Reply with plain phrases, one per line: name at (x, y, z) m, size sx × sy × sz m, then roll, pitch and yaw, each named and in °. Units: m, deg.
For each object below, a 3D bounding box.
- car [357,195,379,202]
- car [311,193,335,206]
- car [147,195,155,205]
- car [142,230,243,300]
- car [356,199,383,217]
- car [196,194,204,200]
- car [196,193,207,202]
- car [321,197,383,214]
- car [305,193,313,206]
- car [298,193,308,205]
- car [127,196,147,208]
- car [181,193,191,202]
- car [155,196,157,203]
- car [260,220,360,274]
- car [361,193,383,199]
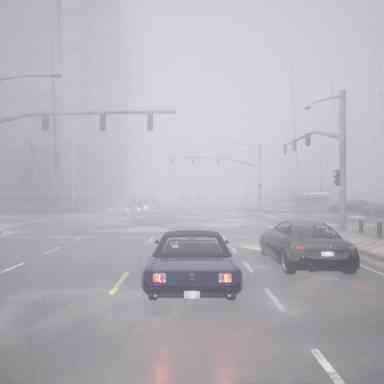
car at (39.168, 1.409, 74.159) m, size 3.905 × 1.438 × 1.784 m, roll 0°, pitch 0°, yaw 0°
car at (24.191, 1.443, 60.028) m, size 3.806 × 1.475 × 1.970 m, roll 0°, pitch 0°, yaw 0°
car at (-8.146, 1.483, 57.019) m, size 2.128 × 1.511 × 4.902 m, roll 0°, pitch 0°, yaw -1°
car at (-0.004, 1.600, 8.330) m, size 1.895 × 1.301 × 4.718 m, roll 0°, pitch 0°, yaw 0°
car at (18.100, 1.615, 31.032) m, size 4.181 × 1.385 × 1.994 m, roll 0°, pitch 0°, yaw -1°
car at (2.021, 1.375, 86.785) m, size 1.812 × 1.442 × 4.674 m, roll 0°, pitch 0°, yaw -1°
car at (2.166, 1.205, 76.395) m, size 2.150 × 2.045 × 5.566 m, roll 0°, pitch 0°, yaw -1°
car at (16.547, 1.542, 34.515) m, size 4.902 × 1.511 × 2.128 m, roll 0°, pitch 0°, yaw -1°
car at (24.172, 1.411, 62.923) m, size 3.905 × 1.438 × 1.784 m, roll 0°, pitch 0°, yaw 0°
car at (24.102, 1.200, 65.606) m, size 4.605 × 1.855 × 1.932 m, roll 0°, pitch 0°, yaw 0°
car at (-8.021, 1.498, 47.666) m, size 1.837 × 1.490 × 4.892 m, roll 0°, pitch 0°, yaw -1°
car at (-1.333, 1.205, 76.346) m, size 2.150 × 2.045 × 5.566 m, roll 0°, pitch 0°, yaw -1°
car at (-8.220, 1.343, 66.782) m, size 2.097 × 1.767 × 4.553 m, roll 0°, pitch 0°, yaw 0°
car at (3.471, 1.563, 10.558) m, size 1.994 × 1.385 × 4.181 m, roll 0°, pitch 0°, yaw -1°
car at (39.124, 1.199, 71.262) m, size 4.605 × 1.855 × 1.932 m, roll 0°, pitch 0°, yaw 0°
